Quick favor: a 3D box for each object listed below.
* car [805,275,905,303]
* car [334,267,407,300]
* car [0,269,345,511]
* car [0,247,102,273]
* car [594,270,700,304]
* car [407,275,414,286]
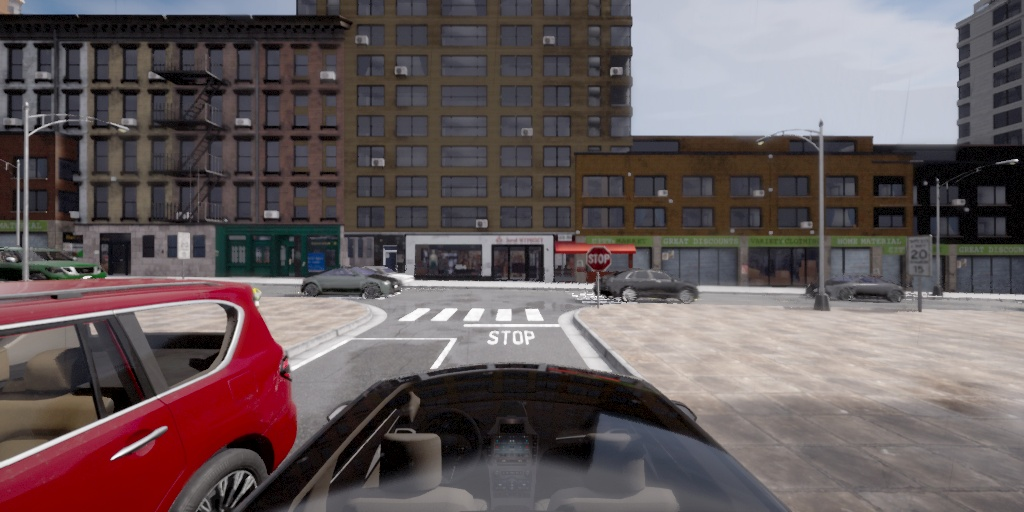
[{"bbox_3d":[18.721,1.751,19.689,4.181,1.385,1.994,1,0,0],"label":"car"},{"bbox_3d":[-7.371,1.203,16.605,4.181,1.385,1.994,1,0,-1],"label":"car"},{"bbox_3d":[-2.637,1.065,0.753,2.192,1.841,5.009,0,0,0],"label":"car"},{"bbox_3d":[-22.326,0.622,16.528,5.566,2.045,2.150,1,0,0],"label":"car"},{"bbox_3d":[6.281,1.393,16.722,4.892,1.490,1.837,1,-4,-11],"label":"car"},{"bbox_3d":[-7.930,1.242,19.545,4.718,1.301,1.895,1,0,0],"label":"car"}]
